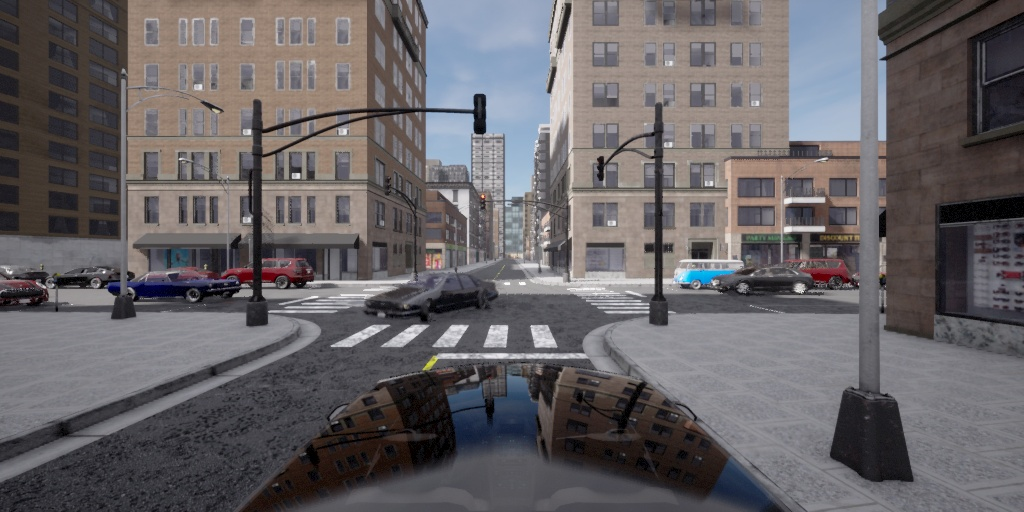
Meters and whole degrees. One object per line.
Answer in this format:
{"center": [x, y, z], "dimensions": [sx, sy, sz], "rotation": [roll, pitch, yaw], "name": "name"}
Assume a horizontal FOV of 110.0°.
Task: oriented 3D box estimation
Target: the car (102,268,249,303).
{"center": [-15.000, 1.345, 16.155], "dimensions": [4.718, 1.301, 1.895], "rotation": [0, 0, 3], "name": "car"}

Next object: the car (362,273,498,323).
{"center": [-2.474, 1.299, 12.569], "dimensions": [2.033, 1.411, 5.357], "rotation": [0, 0, 29], "name": "car"}

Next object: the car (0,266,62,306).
{"center": [-20.457, 1.179, 13.604], "dimensions": [4.097, 1.591, 1.967], "rotation": [0, 0, 0], "name": "car"}

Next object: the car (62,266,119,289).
{"center": [-25.956, 1.299, 22.162], "dimensions": [4.313, 1.339, 1.948], "rotation": [0, 0, 0], "name": "car"}

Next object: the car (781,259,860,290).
{"center": [17.634, 1.086, 21.910], "dimensions": [5.009, 1.841, 2.192], "rotation": [0, 0, 0], "name": "car"}

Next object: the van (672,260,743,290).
{"center": [12.038, 1.108, 21.942], "dimensions": [3.998, 1.789, 1.690], "rotation": [0, 0, 0], "name": "van"}

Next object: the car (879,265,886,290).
{"center": [23.230, 1.216, 21.877], "dimensions": [4.097, 1.591, 1.967], "rotation": [0, 0, 0], "name": "car"}

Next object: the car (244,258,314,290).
{"center": [-14.909, 1.059, 22.098], "dimensions": [5.009, 1.841, 2.192], "rotation": [0, 0, 0], "name": "car"}

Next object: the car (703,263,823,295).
{"center": [13.272, 1.273, 19.178], "dimensions": [4.892, 1.490, 1.837], "rotation": [0, 0, 0], "name": "car"}
